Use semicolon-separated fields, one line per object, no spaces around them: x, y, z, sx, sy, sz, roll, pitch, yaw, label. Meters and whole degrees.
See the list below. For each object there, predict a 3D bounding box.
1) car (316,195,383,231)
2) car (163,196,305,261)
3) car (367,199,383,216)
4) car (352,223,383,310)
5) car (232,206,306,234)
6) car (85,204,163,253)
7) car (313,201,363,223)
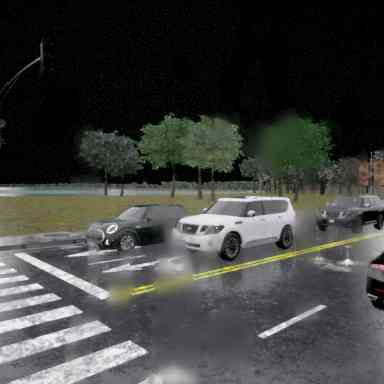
9.487;1.205;19.658;5.566;2.045;2.150;0;0;-43;car
1.863;1.190;12.629;5.566;2.045;2.150;0;0;-43;car
19.030;1.512;32.780;4.674;1.442;1.812;0;0;-44;car
5.223;1.499;6.754;4.902;1.511;2.128;0;0;-43;car
4.646;1.559;19.626;4.718;1.301;1.895;0;0;-43;car
-1.960;1.298;13.528;4.553;1.767;2.097;0;0;-43;car
11.419;1.497;25.851;4.674;1.442;1.812;0;0;-43;car
